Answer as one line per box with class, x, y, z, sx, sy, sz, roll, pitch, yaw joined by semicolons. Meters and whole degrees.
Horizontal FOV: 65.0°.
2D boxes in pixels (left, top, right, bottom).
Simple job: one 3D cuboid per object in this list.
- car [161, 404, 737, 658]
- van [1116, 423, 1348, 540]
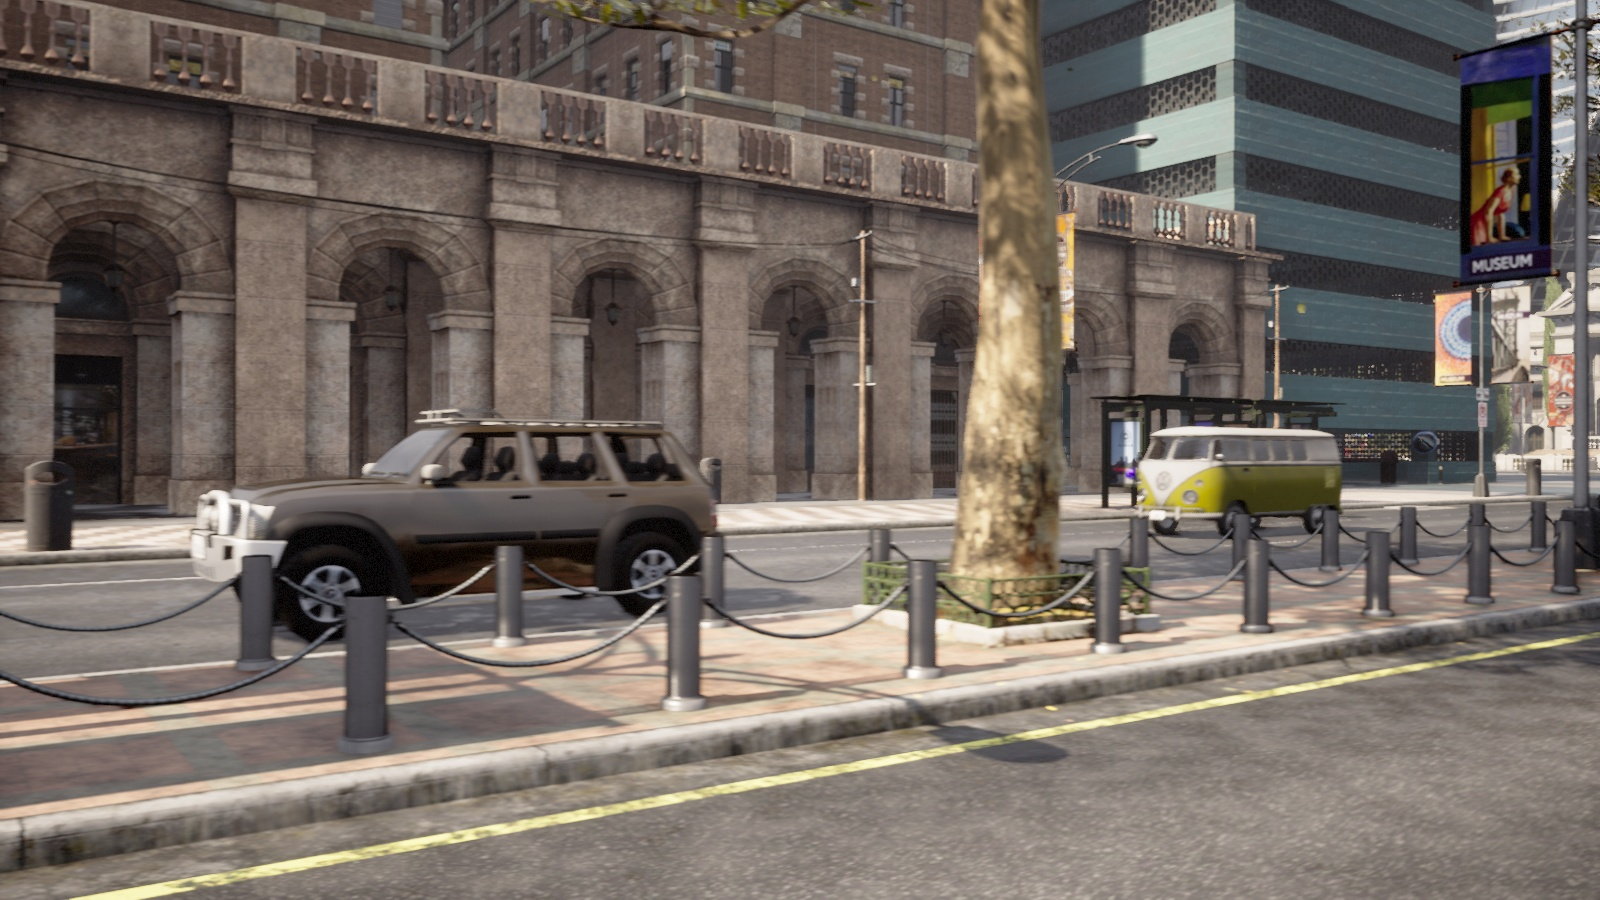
car;-3.039;0.596;11.292;4.605;1.855;1.932;0;0;-35
van;8.061;0.538;23.282;4.442;1.987;1.775;0;0;-35
